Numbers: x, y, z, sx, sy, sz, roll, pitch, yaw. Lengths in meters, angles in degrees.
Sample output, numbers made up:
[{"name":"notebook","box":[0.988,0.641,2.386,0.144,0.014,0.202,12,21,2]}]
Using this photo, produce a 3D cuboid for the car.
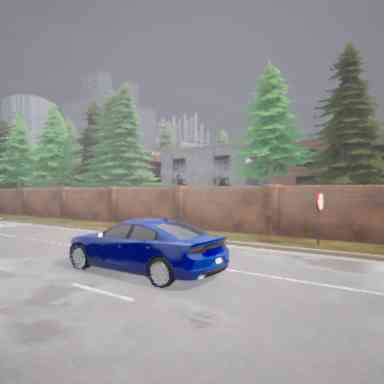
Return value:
[{"name":"car","box":[-1.380,1.472,9.280,5.008,1.535,1.882,0,0,36]}]
